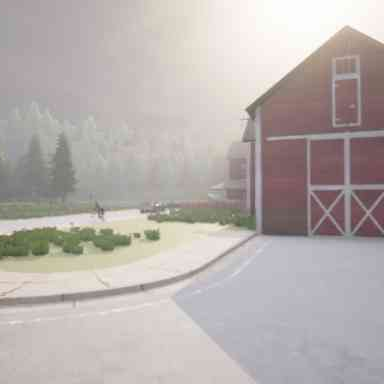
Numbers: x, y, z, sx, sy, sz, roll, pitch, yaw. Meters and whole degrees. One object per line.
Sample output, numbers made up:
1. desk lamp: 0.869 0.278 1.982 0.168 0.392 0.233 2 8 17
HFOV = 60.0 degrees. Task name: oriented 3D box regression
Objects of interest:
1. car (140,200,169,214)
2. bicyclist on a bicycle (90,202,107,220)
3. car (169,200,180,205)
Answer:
1. car: -4.725 1.847 39.548 1.816 1.474 4.193 -7 -2 17
2. bicyclist on a bicycle: -7.759 1.626 27.426 1.656 1.620 0.582 -1 -1 19
3. car: -3.607 2.019 51.674 2.033 1.411 5.357 -1 0 20
